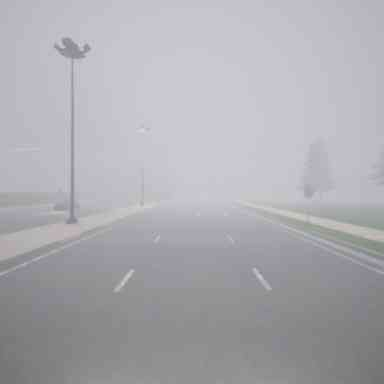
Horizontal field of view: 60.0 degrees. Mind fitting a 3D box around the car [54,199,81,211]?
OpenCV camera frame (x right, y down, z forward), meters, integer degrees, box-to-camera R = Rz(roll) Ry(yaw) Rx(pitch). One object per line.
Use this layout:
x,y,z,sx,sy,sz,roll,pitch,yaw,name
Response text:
-14.725,1.540,39.437,1.994,1.385,4.181,0,0,1,car
